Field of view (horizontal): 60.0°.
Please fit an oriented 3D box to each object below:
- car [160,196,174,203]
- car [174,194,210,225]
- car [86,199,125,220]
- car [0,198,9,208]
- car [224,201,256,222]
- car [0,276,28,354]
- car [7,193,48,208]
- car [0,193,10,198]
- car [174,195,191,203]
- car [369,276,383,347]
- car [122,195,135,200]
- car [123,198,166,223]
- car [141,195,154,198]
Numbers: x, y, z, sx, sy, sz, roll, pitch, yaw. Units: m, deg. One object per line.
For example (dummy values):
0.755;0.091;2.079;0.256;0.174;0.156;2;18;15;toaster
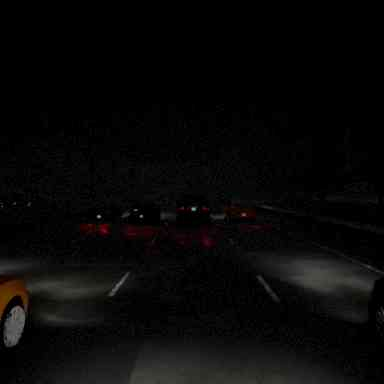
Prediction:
-5.023;1.381;63.020;2.033;1.411;5.357;0;0;-22;car
0.100;1.160;23.446;2.150;2.045;5.566;0;0;0;car
-6.900;1.529;26.885;1.895;1.301;4.718;0;0;0;car
-17.500;1.475;26.849;2.033;1.411;5.357;0;0;0;car
3.600;1.409;25.528;1.882;1.535;5.008;0;0;0;car
-3.400;1.468;3.040;1.882;1.535;5.008;0;0;0;car
-17.547;1.255;36.246;2.097;1.767;4.553;0;0;0;car
-21.142;1.120;38.013;2.150;2.045;5.566;0;0;-3;car
-1.979;1.355;64.888;1.812;1.442;4.674;0;0;-22;car
3.600;1.483;3.105;2.128;1.511;4.902;0;0;0;car
-11.410;1.319;60.120;1.882;1.535;5.008;0;0;-22;car
-3.401;1.425;24.851;2.128;1.511;4.902;0;0;0;car
-8.232;1.315;61.618;1.882;1.535;5.008;0;0;-22;car
